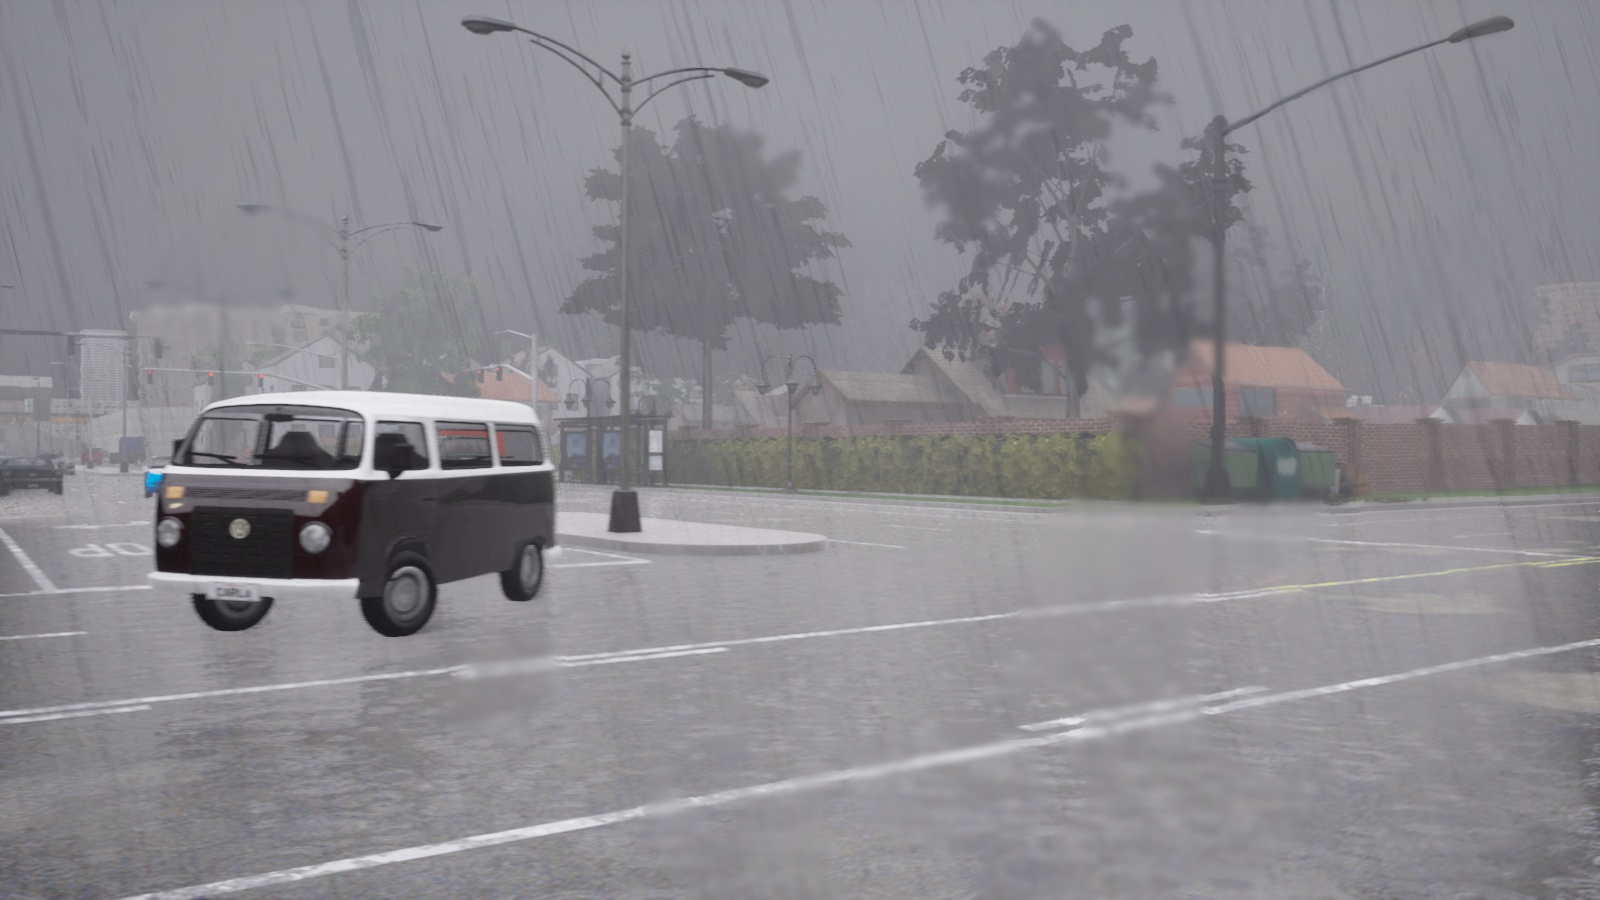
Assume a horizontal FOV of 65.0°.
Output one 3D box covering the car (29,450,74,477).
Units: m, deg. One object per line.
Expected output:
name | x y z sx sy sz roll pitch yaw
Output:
car | -47.311 0.808 79.313 2.152 1.651 5.027 0 0 -35

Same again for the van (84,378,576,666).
van | -3.853 0.502 11.330 2.069 2.038 4.480 1 0 11

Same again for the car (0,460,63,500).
car | -26.966 1.005 43.756 1.895 1.301 4.718 0 0 -35

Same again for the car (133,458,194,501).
car | -20.785 0.940 40.973 1.481 1.376 2.207 0 0 -35
